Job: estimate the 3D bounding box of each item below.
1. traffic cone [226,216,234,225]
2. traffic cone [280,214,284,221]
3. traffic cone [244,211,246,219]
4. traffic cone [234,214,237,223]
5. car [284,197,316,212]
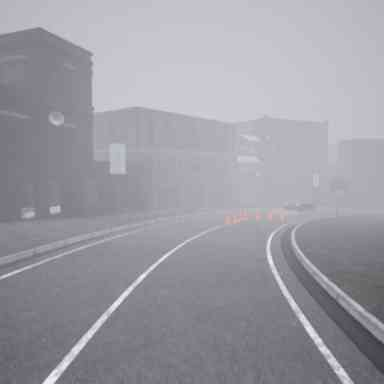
[{"bbox_3d":[2.398,1.907,22.137,0.340,0.580,0.340,2,1,20],"label":"traffic cone"},{"bbox_3d":[7.259,2.038,26.752,0.340,0.580,0.340,3,1,20],"label":"traffic cone"},{"bbox_3d":[3.767,1.912,25.895,0.340,0.580,0.340,2,1,20],"label":"traffic cone"},{"bbox_3d":[3.083,1.910,24.016,0.340,0.580,0.340,2,1,20],"label":"traffic cone"},{"bbox_3d":[13.404,1.454,41.192,4.553,1.767,2.097,2,2,-42],"label":"car"}]
